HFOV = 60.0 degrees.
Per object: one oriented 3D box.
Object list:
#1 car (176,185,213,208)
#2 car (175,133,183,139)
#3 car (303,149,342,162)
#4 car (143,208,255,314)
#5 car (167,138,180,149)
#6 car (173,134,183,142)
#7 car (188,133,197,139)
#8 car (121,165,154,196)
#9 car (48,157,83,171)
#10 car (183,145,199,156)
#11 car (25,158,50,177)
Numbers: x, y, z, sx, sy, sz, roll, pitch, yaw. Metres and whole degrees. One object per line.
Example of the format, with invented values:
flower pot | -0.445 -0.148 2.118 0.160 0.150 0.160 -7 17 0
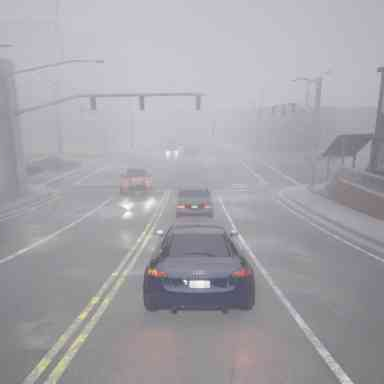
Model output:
car | 0.121 0.362 17.259 2.033 1.411 5.357 0 8 0
car | -3.360 -14.790 87.988 1.812 1.442 4.674 0 12 0
car | 16.184 -4.551 41.324 4.674 1.442 1.812 0 12 0
car | 0.115 1.346 7.376 1.994 1.385 4.181 0 3 0
car | -3.479 -8.293 58.752 1.895 1.301 4.718 0 12 -2
car | -3.391 -10.488 68.398 2.128 1.511 4.902 0 12 0
car | 0.142 -15.116 89.354 1.837 1.490 4.892 0 12 0
car | -3.925 -0.916 23.810 2.097 1.767 4.553 -2 11 -10
car | -13.871 -2.967 34.507 4.718 1.301 1.895 0 12 -1
car | -0.146 -6.079 48.308 1.812 1.442 4.674 2 13 7
car | -16.492 -2.323 31.006 5.008 1.535 1.882 0 12 0
